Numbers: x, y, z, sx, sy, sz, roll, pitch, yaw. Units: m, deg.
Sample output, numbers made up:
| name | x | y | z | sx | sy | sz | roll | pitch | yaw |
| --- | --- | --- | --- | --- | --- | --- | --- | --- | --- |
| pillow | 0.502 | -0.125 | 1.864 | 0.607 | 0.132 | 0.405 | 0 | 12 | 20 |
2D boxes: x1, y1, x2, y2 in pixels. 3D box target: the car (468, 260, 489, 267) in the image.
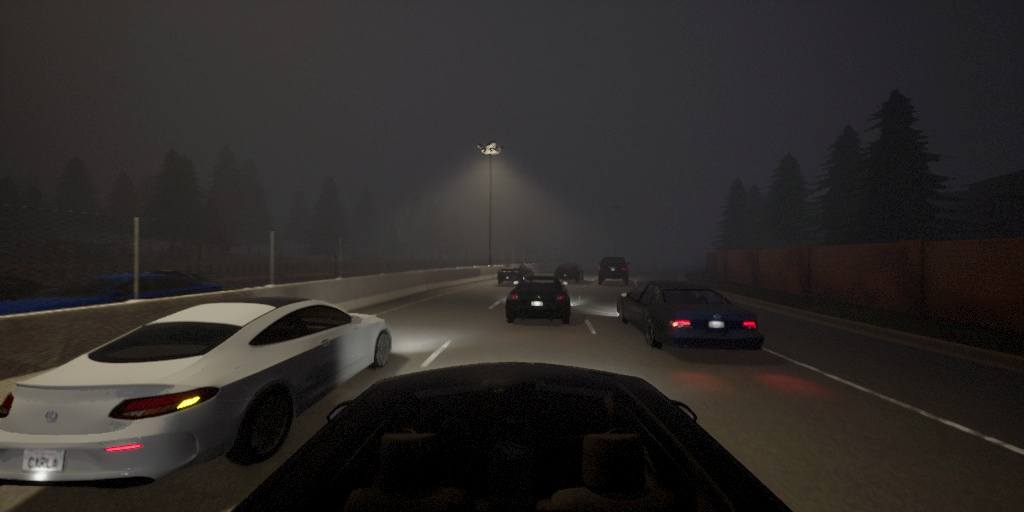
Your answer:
| name | x | y | z | sx | sy | sz | roll | pitch | yaw |
| --- | --- | --- | --- | --- | --- | --- | --- | --- | --- |
| car | -4.494 | 1.313 | 52.337 | 2.128 | 1.511 | 4.902 | 0 | 0 | 29 |

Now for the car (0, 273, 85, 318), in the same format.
| name | x | y | z | sx | sy | sz | roll | pitch | yaw |
| --- | --- | --- | --- | --- | --- | --- | --- | --- | --- |
| car | -16.988 | 1.296 | 11.019 | 1.895 | 1.301 | 4.718 | 0 | 0 | 6 |

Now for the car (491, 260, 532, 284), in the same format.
| name | x | y | z | sx | sy | sz | roll | pitch | yaw |
| --- | --- | --- | --- | --- | --- | --- | --- | --- | --- |
| car | 0.347 | 1.287 | 26.743 | 2.128 | 1.511 | 4.902 | 0 | 0 | 15 |

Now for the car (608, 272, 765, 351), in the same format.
| name | x | y | z | sx | sy | sz | roll | pitch | yaw |
| --- | --- | --- | --- | --- | --- | --- | --- | --- | --- |
| car | 4.047 | 1.327 | 9.168 | 2.033 | 1.411 | 5.357 | 0 | 0 | 6 |

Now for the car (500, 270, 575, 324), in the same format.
| name | x | y | z | sx | sy | sz | roll | pitch | yaw |
| --- | --- | --- | --- | --- | --- | --- | --- | --- | --- |
| car | 0.959 | 1.336 | 12.232 | 1.994 | 1.385 | 4.181 | 0 | 0 | 7 |

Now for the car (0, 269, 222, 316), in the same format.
| name | x | y | z | sx | sy | sz | roll | pitch | yaw |
| --- | --- | --- | --- | --- | --- | --- | --- | --- | --- |
| car | -10.129 | 1.198 | 9.128 | 1.882 | 1.535 | 5.008 | 0 | 0 | 6 |

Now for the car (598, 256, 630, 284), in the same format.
| name | x | y | z | sx | sy | sz | roll | pitch | yaw |
| --- | --- | --- | --- | --- | --- | --- | --- | --- | --- |
| car | 7.917 | 1.050 | 27.810 | 2.150 | 2.045 | 5.566 | 0 | 0 | 18 |

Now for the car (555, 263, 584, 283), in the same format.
| name | x | y | z | sx | sy | sz | roll | pitch | yaw |
| --- | --- | --- | --- | --- | --- | --- | --- | --- | --- |
| car | 4.727 | 1.295 | 29.164 | 1.882 | 1.535 | 5.008 | 0 | 0 | 18 |

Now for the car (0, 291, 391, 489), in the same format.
| name | x | y | z | sx | sy | sz | roll | pitch | yaw |
| --- | --- | --- | --- | --- | --- | --- | --- | --- | --- |
| car | -3.213 | 1.268 | 4.811 | 1.812 | 1.442 | 4.674 | 0 | 0 | 2 |
